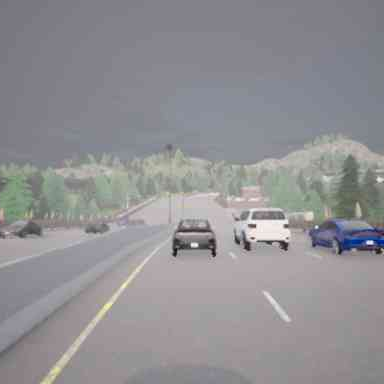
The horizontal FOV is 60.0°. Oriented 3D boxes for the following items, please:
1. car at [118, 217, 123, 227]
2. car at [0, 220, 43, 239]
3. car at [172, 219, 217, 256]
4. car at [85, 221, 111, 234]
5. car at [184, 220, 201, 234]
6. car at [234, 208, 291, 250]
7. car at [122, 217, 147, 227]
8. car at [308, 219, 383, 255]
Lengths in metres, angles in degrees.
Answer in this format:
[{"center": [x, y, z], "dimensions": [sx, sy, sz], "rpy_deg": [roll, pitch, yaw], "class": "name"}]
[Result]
[{"center": [-14.010, 6.212, 69.673], "dimensions": [2.150, 2.045, 5.566], "rpy_deg": [0, -5, 0], "class": "car"}, {"center": [-14.097, 3.080, 27.742], "dimensions": [1.812, 1.442, 4.674], "rpy_deg": [0, -5, 0], "class": "car"}, {"center": [0.098, 2.026, 15.480], "dimensions": [2.128, 1.511, 4.902], "rpy_deg": [0, -4, 0], "class": "car"}, {"center": [-10.588, 3.979, 37.594], "dimensions": [1.994, 1.385, 4.181], "rpy_deg": [0, -5, 0], "class": "car"}, {"center": [0.094, 3.986, 38.353], "dimensions": [1.837, 1.490, 4.892], "rpy_deg": [0, -5, 0], "class": "car"}, {"center": [3.597, 1.926, 17.898], "dimensions": [2.150, 2.045, 5.566], "rpy_deg": [0, -4, 0], "class": "car"}, {"center": [-7.077, 4.208, 42.678], "dimensions": [2.097, 1.767, 4.553], "rpy_deg": [0, -5, 0], "class": "car"}, {"center": [7.097, 2.029, 15.750], "dimensions": [1.882, 1.535, 5.008], "rpy_deg": [0, -4, 0], "class": "car"}]
